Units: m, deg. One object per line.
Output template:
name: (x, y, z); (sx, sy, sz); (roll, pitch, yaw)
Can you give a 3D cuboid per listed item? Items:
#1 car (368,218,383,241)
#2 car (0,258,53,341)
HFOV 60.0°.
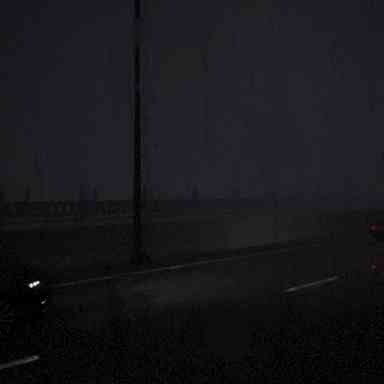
car: (10.178, 1.608, 15.310); (4.718, 1.301, 1.895); (0, 0, -36)
car: (-4.645, 1.491, 4.732); (4.902, 1.511, 2.128); (0, 0, -36)
